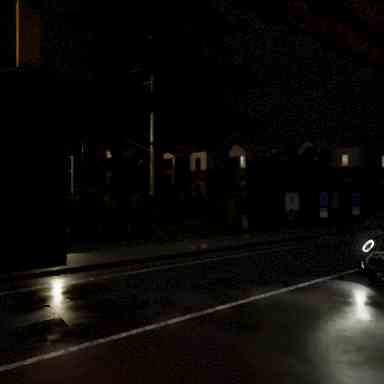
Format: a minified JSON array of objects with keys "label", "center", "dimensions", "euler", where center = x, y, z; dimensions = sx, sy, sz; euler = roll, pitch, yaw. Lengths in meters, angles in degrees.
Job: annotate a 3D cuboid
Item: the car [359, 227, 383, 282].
[{"label":"car","center":[6.367,1.345,8.778],"dimensions":[4.553,1.767,2.097],"euler":[0,0,-37]}]
